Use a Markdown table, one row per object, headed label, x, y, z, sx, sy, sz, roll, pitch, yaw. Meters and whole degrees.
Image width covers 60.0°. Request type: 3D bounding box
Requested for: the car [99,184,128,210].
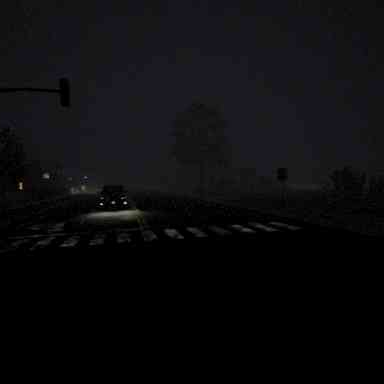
| label | x | y | z | sx | sy | sz | roll | pitch | yaw |
| --- | --- | --- | --- | --- | --- | --- | --- | --- | --- |
| car | -6.790 | 0.391 | 28.890 | 2.150 | 2.045 | 5.566 | -3 | 2 | -12 |
